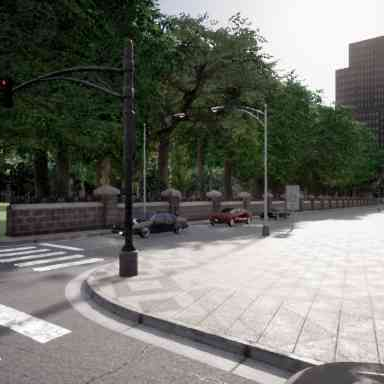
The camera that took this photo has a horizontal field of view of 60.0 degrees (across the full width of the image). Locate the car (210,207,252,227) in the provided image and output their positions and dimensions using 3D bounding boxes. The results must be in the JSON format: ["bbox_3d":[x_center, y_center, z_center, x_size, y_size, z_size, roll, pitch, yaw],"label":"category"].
[{"bbox_3d":[3.375,2.020,28.270,1.882,1.535,5.008,0,-1,35],"label":"car"}]

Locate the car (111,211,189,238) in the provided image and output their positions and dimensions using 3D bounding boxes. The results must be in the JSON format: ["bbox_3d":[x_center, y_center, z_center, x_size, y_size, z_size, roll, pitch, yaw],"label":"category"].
[{"bbox_3d":[-2.321,1.887,20.213,2.033,1.411,5.357,0,-1,35],"label":"car"}]

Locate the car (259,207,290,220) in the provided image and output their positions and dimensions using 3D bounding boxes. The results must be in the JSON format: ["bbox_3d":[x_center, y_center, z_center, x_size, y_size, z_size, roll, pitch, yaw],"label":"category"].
[{"bbox_3d":[9.077,2.351,36.330,1.895,1.301,4.718,0,-1,35],"label":"car"}]

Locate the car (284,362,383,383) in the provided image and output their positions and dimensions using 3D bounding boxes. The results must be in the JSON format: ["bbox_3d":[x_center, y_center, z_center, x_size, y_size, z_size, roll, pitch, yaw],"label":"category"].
[{"bbox_3d":[2.351,1.551,1.286,4.403,1.369,2.008,0,0,36],"label":"car"}]
